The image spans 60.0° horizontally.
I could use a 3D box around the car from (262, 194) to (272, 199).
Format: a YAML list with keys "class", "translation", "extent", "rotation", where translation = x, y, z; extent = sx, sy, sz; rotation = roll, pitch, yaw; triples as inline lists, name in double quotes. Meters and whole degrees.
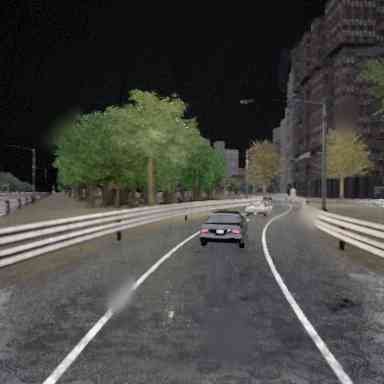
- class: "car"
  translation: [19.685, 1.329, 87.565]
  extent: [2.097, 1.767, 4.553]
  rotation: [0, 0, 2]

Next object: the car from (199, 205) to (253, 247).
- class: "car"
  translation: [1.554, 1.554, 15.122]
  extent: [2.033, 1.411, 5.357]
  rotation: [0, 0, 11]

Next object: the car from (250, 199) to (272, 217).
- class: "car"
  translation: [6.502, 1.621, 31.816]
  extent: [1.895, 1.301, 4.718]
  rotation: [0, 0, 22]
